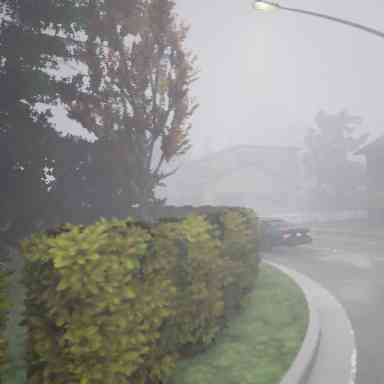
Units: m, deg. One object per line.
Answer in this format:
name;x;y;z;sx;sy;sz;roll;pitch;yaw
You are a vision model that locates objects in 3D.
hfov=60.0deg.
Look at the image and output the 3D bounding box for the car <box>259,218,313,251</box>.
car;3.340;1.973;16.437;2.033;1.411;5.357;0;-2;-30
